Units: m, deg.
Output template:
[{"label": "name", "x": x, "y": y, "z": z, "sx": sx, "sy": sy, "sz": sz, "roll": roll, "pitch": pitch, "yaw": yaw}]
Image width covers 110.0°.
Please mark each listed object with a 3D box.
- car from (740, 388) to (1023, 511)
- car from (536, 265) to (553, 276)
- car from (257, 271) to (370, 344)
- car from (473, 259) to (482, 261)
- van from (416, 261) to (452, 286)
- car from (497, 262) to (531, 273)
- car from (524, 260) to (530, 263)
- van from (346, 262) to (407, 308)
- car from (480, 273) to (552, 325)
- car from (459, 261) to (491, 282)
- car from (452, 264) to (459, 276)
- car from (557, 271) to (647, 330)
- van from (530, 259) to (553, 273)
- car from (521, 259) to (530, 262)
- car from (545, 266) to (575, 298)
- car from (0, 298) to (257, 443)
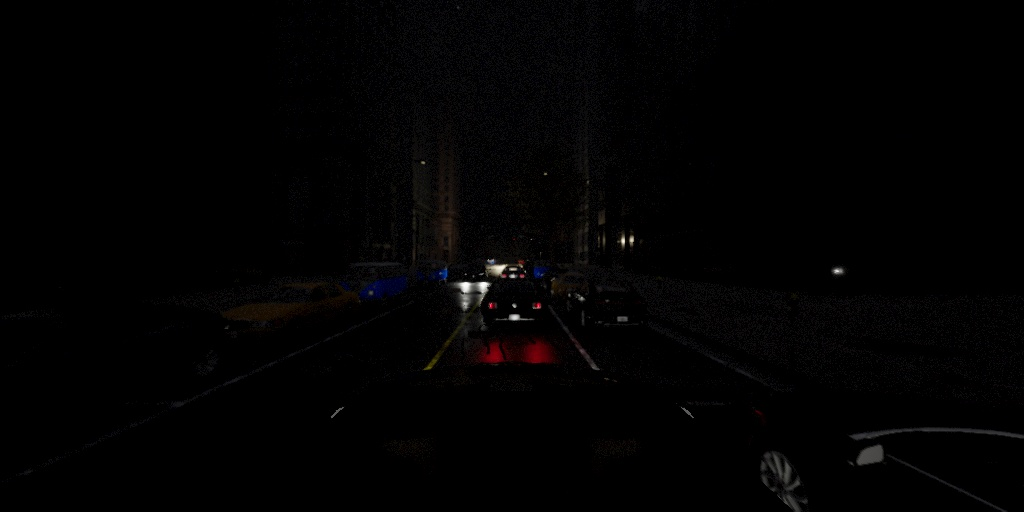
[{"label": "car", "x": 2.763, "y": 1.298, "z": 1.269, "sx": 2.007, "sy": 1.370, "sz": 4.403, "roll": 0, "pitch": 0, "yaw": 0}, {"label": "car", "x": 2.761, "y": 1.420, "z": 21.720, "sx": 1.948, "sy": 1.339, "sz": 4.313, "roll": 0, "pitch": 0, "yaw": 0}, {"label": "car", "x": -5.763, "y": 1.318, "z": 9.745, "sx": 1.751, "sy": 1.417, "sz": 4.829, "roll": 0, "pitch": 0, "yaw": 0}, {"label": "car", "x": -5.768, "y": 1.595, "z": 53.220, "sx": 1.948, "sy": 1.339, "sz": 4.313, "roll": 0, "pitch": 0, "yaw": 0}, {"label": "van", "x": -5.765, "y": 1.219, "z": 26.155, "sx": 1.690, "sy": 1.789, "sz": 3.998, "roll": 0, "pitch": 0, "yaw": 0}, {"label": "car", "x": 0.083, "y": 1.431, "z": 27.112, "sx": 2.033, "sy": 1.411, "sz": 5.357, "roll": 0, "pitch": 0, "yaw": 0}, {"label": "car", "x": 2.758, "y": 1.520, "z": 42.874, "sx": 2.007, "sy": 1.370, "sz": 4.403, "roll": 0, "pitch": 0, "yaw": 0}, {"label": "van", "x": -5.763, "y": 1.161, "z": 15.328, "sx": 1.690, "sy": 1.789, "sz": 3.998, "roll": 0, "pitch": 0, "yaw": 0}, {"label": "car", "x": 0.085, "y": 1.404, "z": 12.056, "sx": 1.895, "sy": 1.301, "sz": 4.718, "roll": 0, "pitch": 0, "yaw": 0}, {"label": "car", "x": -3.102, "y": 1.411, "z": 31.191, "sx": 1.837, "sy": 1.490, "sz": 4.892, "roll": 0, "pitch": 0, "yaw": 0}, {"label": "car", "x": -5.766, "y": 1.488, "z": 36.981, "sx": 2.007, "sy": 1.370, "sz": 4.403, "roll": 0, "pitch": 0, "yaw": 0}, {"label": "car", "x": 2.762, "y": 1.349, "z": 11.141, "sx": 2.007, "sy": 1.370, "sz": 4.403, "roll": 0, "pitch": 0, "yaw": 0}, {"label": "van", "x": 2.760, "y": 1.252, "z": 32.297, "sx": 1.690, "sy": 1.789, "sz": 3.998, "roll": 0, "pitch": 0, "yaw": 0}, {"label": "car", "x": 2.758, "y": 1.314, "z": 48.163, "sx": 2.192, "sy": 1.841, "sz": 5.009, "roll": 0, "pitch": 0, "yaw": 0}, {"label": "car", "x": 2.761, "y": 1.351, "z": 16.600, "sx": 1.751, "sy": 1.417, "sz": 4.829, "roll": 0, "pitch": 0, "yaw": 0}, {"label": "car", "x": -5.762, "y": 1.330, "z": 4.502, "sx": 1.948, "sy": 1.339, "sz": 4.313, "roll": 0, "pitch": 0, "yaw": 0}]
